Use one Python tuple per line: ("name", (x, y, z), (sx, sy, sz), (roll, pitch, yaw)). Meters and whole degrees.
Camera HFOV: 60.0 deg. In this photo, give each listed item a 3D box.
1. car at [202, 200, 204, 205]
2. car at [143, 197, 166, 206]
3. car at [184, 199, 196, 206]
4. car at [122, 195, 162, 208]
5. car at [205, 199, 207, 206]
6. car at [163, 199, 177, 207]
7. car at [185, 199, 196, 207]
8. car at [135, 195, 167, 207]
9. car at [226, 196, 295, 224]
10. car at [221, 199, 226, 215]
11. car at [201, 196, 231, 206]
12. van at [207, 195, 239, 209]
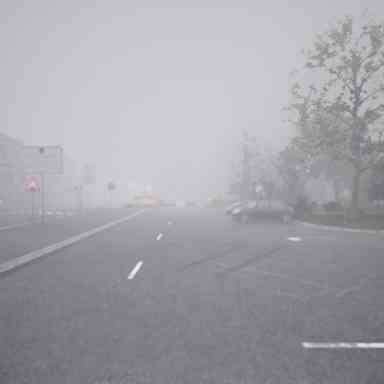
("car", (4.768, 1.614, 59.750), (5.566, 2.045, 2.435), (0, -2, -1))
("car", (-7.541, 1.959, 67.212), (4.553, 1.767, 2.185), (0, -2, -1))
("car", (-0.391, 2.161, 69.019), (2.128, 1.511, 4.902), (0, -2, 2))
("car", (-7.565, 1.634, 49.115), (5.366, 1.575, 1.946), (0, -1, 0))
("car", (5.054, 1.677, 51.370), (5.366, 1.575, 1.946), (0, -1, 0))
("car", (-3.565, 1.834, 55.672), (2.033, 1.411, 5.357), (0, -1, 0))
("car", (-0.284, 1.893, 58.116), (2.033, 1.411, 5.357), (0, -1, -1))
("car", (-7.465, 1.653, 61.265), (5.566, 2.045, 2.435), (0, -1, -1))
("car", (5.117, 1.358, 24.612), (4.553, 1.767, 2.185), (0, 0, 0))
("car", (5.044, 1.526, 27.782), (4.674, 1.452, 2.002), (0, 0, 0))
("car", (4.695, 1.775, 65.210), (5.566, 2.045, 2.435), (0, -2, -1))
("van", (4.776, 1.405, 48.578), (4.442, 1.987, 1.878), (0, -1, 0))
